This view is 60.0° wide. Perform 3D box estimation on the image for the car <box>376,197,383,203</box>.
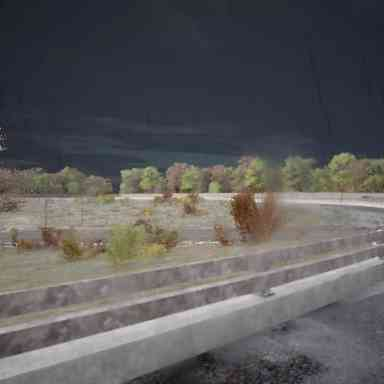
[{"bbox_3d":[44.161,1.935,74.908,1.812,1.442,4.674,0,-1,4],"label":"car"}]
